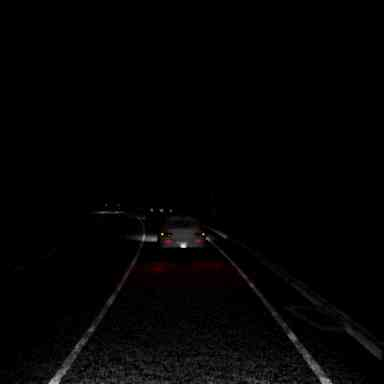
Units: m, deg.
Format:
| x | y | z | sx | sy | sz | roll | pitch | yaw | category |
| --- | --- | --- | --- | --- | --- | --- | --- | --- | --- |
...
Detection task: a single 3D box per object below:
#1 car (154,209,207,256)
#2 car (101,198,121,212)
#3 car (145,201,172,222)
| x | y | z | sx | sy | sz | roll | pitch | yaw | category |
| --- | --- | --- | --- | --- | --- | --- | --- | --- | --- |
| -0.520 | 1.629 | 13.583 | 1.812 | 1.442 | 4.674 | 1 | -1 | -6 | car |
| -10.601 | 1.601 | 43.412 | 2.097 | 1.767 | 4.553 | 2 | -1 | -20 | car |
| -2.954 | 1.592 | 29.303 | 2.097 | 1.767 | 4.553 | 1 | -1 | -12 | car |
